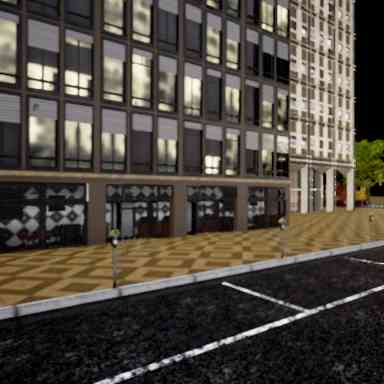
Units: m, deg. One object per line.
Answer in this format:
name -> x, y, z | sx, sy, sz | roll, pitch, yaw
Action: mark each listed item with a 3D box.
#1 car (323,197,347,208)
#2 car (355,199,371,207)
car -> 23.430, 1.686, 54.911 | 2.192, 1.841, 5.009 | -1, 0, -36
car -> 29.865, 1.984, 59.782 | 1.802, 1.307, 4.206 | -1, 0, -36
